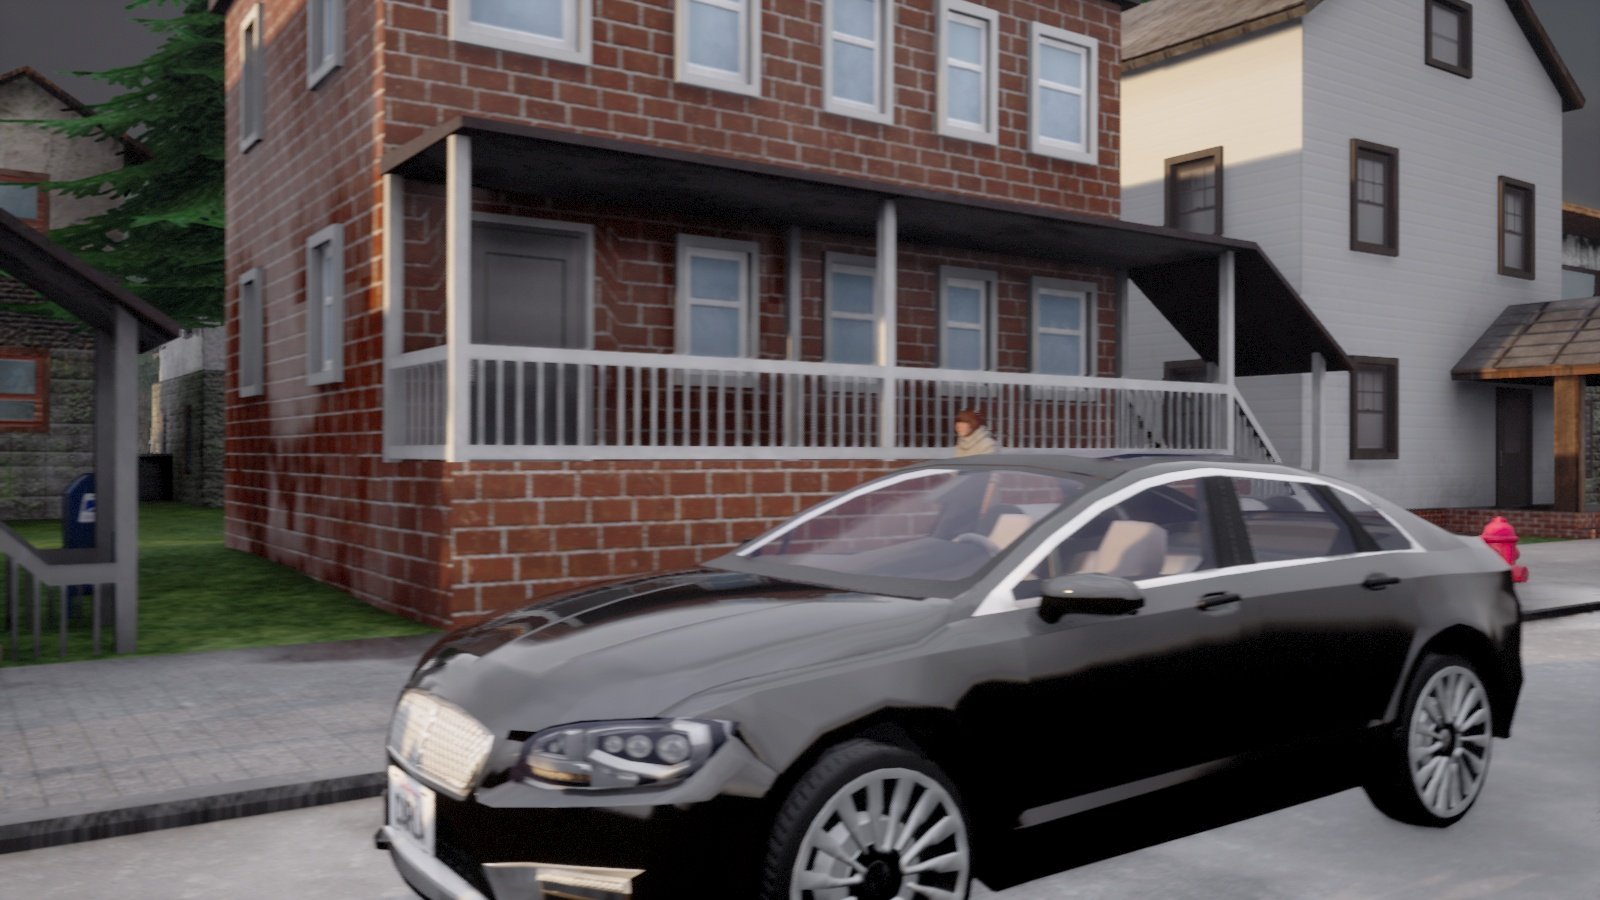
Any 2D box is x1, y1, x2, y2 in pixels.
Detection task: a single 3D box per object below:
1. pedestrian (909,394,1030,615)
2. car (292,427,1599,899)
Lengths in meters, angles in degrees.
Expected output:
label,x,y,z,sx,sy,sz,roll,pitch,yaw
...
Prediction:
label,x,y,z,sx,sy,sz,roll,pitch,yaw
pedestrian,1.559,0.480,11.579,0.873,1.952,0.659,0,0,-29
car,0.863,0.711,4.869,4.902,1.511,2.128,0,0,-35
